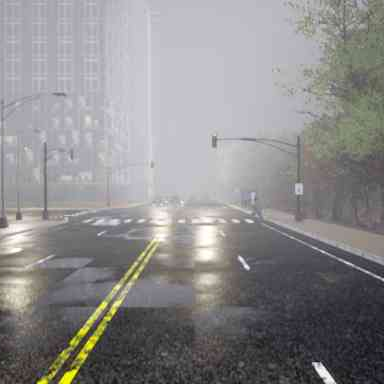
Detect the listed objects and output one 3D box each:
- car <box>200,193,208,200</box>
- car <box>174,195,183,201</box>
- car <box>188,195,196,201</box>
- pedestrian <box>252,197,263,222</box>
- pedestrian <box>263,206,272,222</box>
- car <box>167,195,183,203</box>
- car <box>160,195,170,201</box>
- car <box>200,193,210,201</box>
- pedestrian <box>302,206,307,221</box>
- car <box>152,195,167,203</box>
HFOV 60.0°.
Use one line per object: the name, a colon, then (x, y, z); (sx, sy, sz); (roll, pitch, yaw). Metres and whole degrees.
car: (3.301, 1.216, 92.808); (2.097, 1.767, 4.553); (0, 0, 0)
car: (-3.207, 1.488, 79.709); (1.895, 1.301, 4.718); (0, 0, 0)
car: (0.046, 1.442, 82.809); (1.994, 1.385, 4.181); (0, 0, 0)
pedestrian: (4.865, 1.265, 24.868); (0.375, 1.860, 0.375); (0, 0, 0)
pedestrian: (5.605, 1.543, 24.271); (0.375, 1.300, 0.375); (0, 0, 0)
car: (-3.257, 1.394, 64.453); (1.882, 1.535, 5.008); (0, 0, 1)
car: (-6.457, 1.418, 79.606); (2.128, 1.511, 4.902); (0, 0, 0)
car: (3.296, 1.245, 82.777); (2.097, 1.767, 4.553); (0, 0, 0)
pedestrian: (8.046, 1.491, 23.668); (0.500, 1.100, 0.500); (0, 0, 0)
car: (-6.506, 1.442, 64.448); (1.812, 1.442, 4.674); (0, 0, 1)
